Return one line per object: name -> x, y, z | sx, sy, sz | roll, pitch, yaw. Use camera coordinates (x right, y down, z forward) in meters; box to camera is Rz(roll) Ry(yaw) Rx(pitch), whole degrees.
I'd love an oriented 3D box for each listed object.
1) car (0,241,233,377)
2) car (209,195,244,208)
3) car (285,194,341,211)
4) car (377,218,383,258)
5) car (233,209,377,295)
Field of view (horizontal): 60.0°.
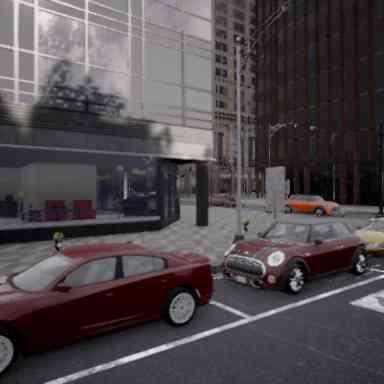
car -> -1.695, 1.556, 5.441 | 4.507, 1.381, 1.887 | 0, 0, -36
car -> 3.650, 1.035, 36.136 | 1.994, 1.385, 4.181 | 0, 1, -36
car -> 9.901, 0.993, 27.550 | 2.097, 1.767, 4.553 | 0, 1, -36
car -> 6.999, 1.486, 11.753 | 4.829, 1.417, 1.752 | 0, 0, -36
car -> 2.721, 1.426, 8.647 | 4.097, 1.590, 1.967 | 0, 0, -36
